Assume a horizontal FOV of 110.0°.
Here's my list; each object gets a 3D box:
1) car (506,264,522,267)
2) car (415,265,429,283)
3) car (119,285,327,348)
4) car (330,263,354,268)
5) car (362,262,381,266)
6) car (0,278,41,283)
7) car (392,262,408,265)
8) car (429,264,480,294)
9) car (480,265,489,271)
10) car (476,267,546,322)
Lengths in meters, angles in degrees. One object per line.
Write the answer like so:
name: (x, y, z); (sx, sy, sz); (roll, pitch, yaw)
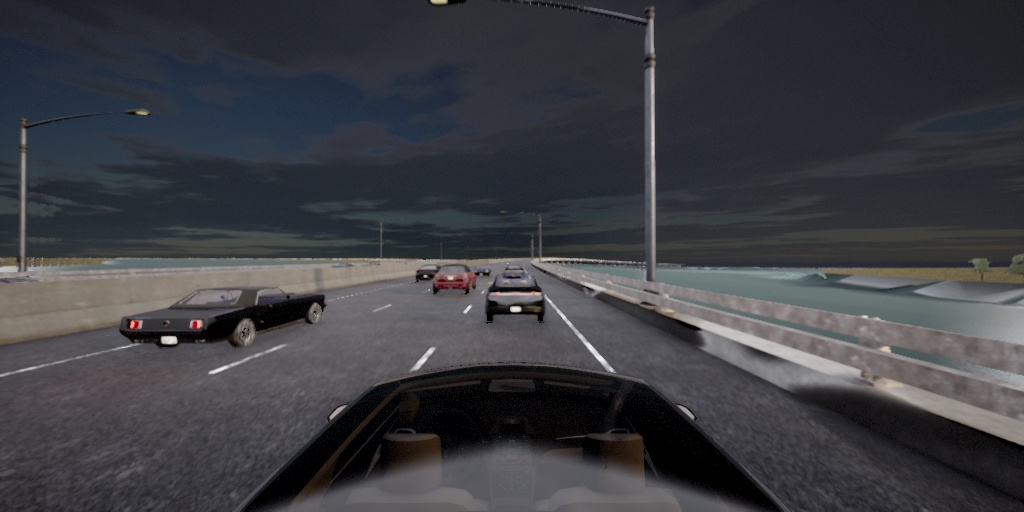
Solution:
car: (0.206, 1.472, 32.283); (2.128, 1.511, 4.902); (0, 0, 0)
car: (-6.807, 1.459, 30.735); (1.882, 1.535, 5.008); (0, 0, 0)
car: (-6.898, 1.422, 9.441); (1.895, 1.301, 4.718); (0, 0, 0)
car: (-24.227, 1.714, 51.511); (2.033, 1.411, 5.357); (0, 0, 1)
car: (-20.704, 1.660, 52.705); (2.128, 1.511, 4.902); (0, 0, 1)
car: (-17.593, 1.422, 11.900); (1.994, 1.385, 4.181); (0, 0, 0)
car: (-17.159, 1.656, 55.070); (1.882, 1.535, 5.008); (0, 0, 1)
car: (-3.364, 1.262, 21.860); (2.097, 1.767, 4.553); (0, 0, 0)
car: (-3.217, 1.645, 40.070); (1.895, 1.301, 4.718); (0, 0, 1)
car: (0.107, 1.326, 12.646); (2.128, 1.511, 4.902); (0, 0, 0)
